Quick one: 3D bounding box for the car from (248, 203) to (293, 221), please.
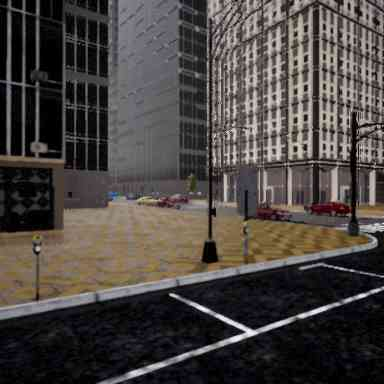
[{"bbox_3d":[5.953,1.501,26.162,1.802,1.307,4.206,1,0,-32],"label":"car"}]

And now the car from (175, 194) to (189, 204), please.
[{"bbox_3d":[-2.244,1.078,53.978,1.967,1.590,4.097,1,0,-34],"label":"car"}]

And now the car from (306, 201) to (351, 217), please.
[{"bbox_3d":[12.585,1.520,30.836,1.802,1.307,4.206,1,0,-32],"label":"car"}]

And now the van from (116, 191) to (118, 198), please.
[{"bbox_3d":[-18.421,0.668,76.315,1.690,1.788,3.998,1,0,-37],"label":"van"}]

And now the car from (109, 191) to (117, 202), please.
[{"bbox_3d":[-15.346,1.032,58.555,1.887,1.381,4.507,1,0,-35],"label":"car"}]

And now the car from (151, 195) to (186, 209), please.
[{"bbox_3d":[-2.903,1.320,40.143,1.802,1.307,4.206,1,0,-33],"label":"car"}]

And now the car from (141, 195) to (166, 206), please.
[{"bbox_3d":[-5.822,1.206,49.322,1.994,1.385,4.181,0,1,-34],"label":"car"}]

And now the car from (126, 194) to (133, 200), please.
[{"bbox_3d":[-11.852,1.018,67.452,1.947,1.339,4.313,1,0,-36],"label":"car"}]

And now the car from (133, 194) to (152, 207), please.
[{"bbox_3d":[-5.839,1.203,44.648,1.752,1.417,4.829,1,0,-33],"label":"car"}]
